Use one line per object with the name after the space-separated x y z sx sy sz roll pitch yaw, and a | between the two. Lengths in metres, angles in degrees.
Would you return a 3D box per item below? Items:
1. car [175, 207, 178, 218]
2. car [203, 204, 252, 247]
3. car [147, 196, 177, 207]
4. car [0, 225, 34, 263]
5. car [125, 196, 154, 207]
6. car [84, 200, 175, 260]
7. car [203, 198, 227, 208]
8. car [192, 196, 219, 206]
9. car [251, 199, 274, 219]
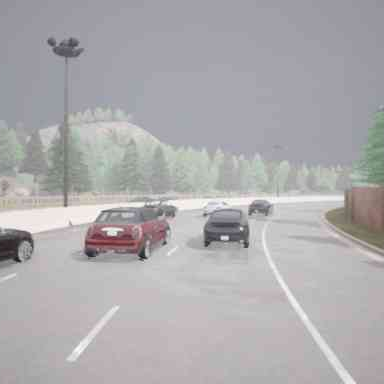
-2.618 1.442 26.752 2.128 1.511 4.902 0 0 17 | car
1.667 1.489 14.986 1.837 1.490 4.892 0 0 10 | car
-4.394 1.402 49.894 2.128 1.511 4.902 0 0 30 | car
-6.245 1.453 8.984 2.128 1.511 4.902 0 0 6 | car
-7.924 1.397 50.713 1.837 1.490 4.892 0 0 28 | car
-2.229 1.324 12.649 2.097 1.767 4.553 0 0 8 | car
2.390 1.490 30.727 1.812 1.442 4.674 0 0 20 | car
2.262 1.420 54.248 2.128 1.511 4.902 0 0 33 | car
6.742 1.484 32.253 1.837 1.490 4.892 0 0 22 | car
